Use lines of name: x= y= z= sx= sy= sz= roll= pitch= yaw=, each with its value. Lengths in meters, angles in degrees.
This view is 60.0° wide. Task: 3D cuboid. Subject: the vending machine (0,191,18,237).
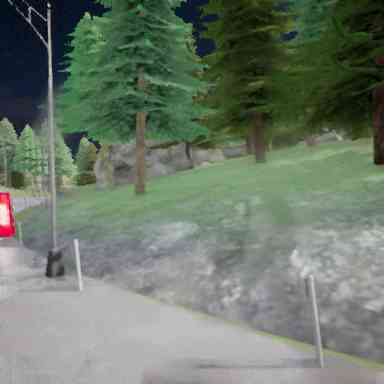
vending machine: x=-9.129 y=1.045 z=16.010 sx=1.100 sy=2.100 sz=0.880 roll=-6 pitch=0 yaw=-34
